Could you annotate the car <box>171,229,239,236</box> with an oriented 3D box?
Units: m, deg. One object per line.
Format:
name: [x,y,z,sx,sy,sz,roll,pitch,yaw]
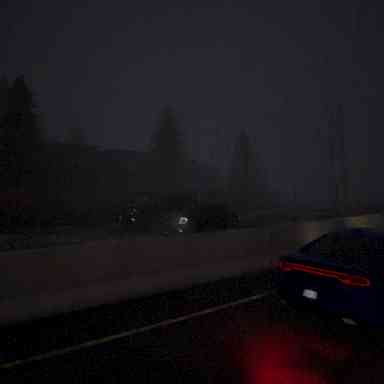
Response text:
car: [0.462,1.389,17.787,4.553,1.767,2.097,0,0,-42]

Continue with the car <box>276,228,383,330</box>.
car: [3.821,1.486,6.890,5.008,1.535,1.882,0,0,-39]
